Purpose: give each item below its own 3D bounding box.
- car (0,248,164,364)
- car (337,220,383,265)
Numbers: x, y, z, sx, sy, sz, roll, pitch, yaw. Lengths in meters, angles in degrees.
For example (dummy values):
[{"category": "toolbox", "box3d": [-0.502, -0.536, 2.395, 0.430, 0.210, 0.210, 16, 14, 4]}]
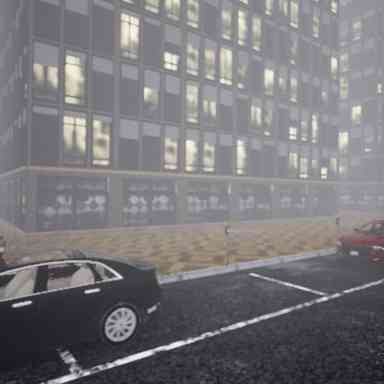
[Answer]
[{"category": "car", "box3d": [-2.513, 1.555, 4.764, 4.403, 1.369, 2.008, 0, 0, -36]}, {"category": "car", "box3d": [6.750, 1.628, 11.382, 4.507, 1.381, 1.887, 0, 0, -36]}]
